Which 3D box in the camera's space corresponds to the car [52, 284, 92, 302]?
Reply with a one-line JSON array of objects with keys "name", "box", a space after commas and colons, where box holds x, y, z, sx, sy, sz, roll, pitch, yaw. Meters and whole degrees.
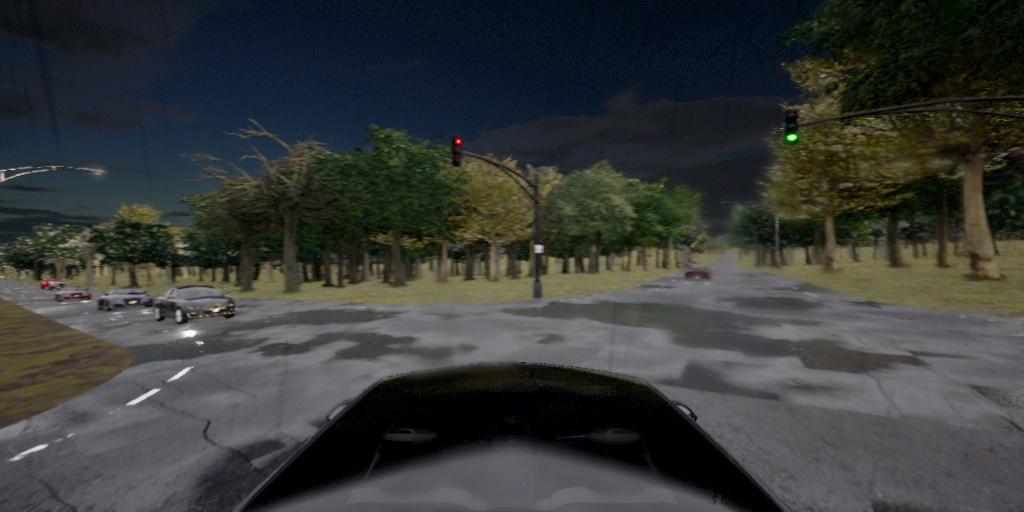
[{"name": "car", "box": [-43.407, 3.727, 35.462, 4.181, 1.385, 1.994, -3, -1, 34]}]

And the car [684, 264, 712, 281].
[{"name": "car", "box": [15.163, 1.332, 29.178, 1.895, 1.301, 4.718, -1, 0, 30]}]

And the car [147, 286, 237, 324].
[{"name": "car", "box": [-14.263, 2.107, 16.105, 4.892, 1.490, 1.837, -3, -1, 33]}]

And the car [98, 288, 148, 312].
[{"name": "car", "box": [-25.068, 2.766, 23.233, 4.181, 1.385, 1.994, -3, -1, 33]}]
